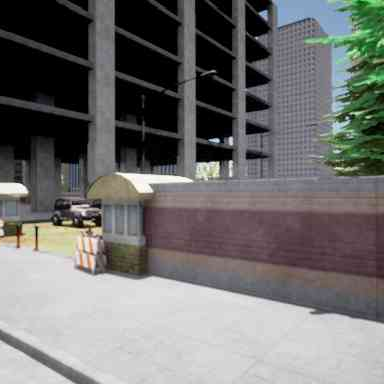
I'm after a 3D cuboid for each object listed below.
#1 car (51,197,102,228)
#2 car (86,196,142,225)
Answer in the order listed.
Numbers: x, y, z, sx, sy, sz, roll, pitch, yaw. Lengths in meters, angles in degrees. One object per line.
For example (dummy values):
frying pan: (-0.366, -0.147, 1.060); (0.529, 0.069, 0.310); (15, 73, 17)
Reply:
car: (-7.464, 1.277, 21.598); (3.866, 1.878, 1.905); (0, 0, 38)
car: (-5.671, 1.277, 23.930); (3.866, 1.878, 1.905); (0, 0, 38)
